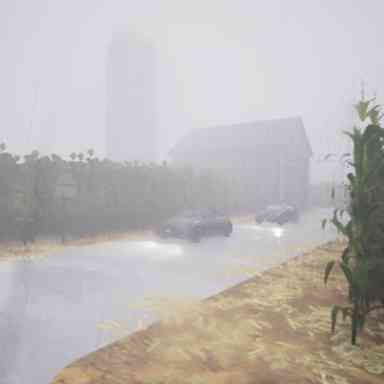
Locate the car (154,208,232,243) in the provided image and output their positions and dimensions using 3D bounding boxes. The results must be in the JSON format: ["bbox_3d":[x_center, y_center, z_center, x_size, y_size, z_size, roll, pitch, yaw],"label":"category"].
[{"bbox_3d":[0.180,1.469,15.617,1.994,1.385,4.181,1,0,37],"label":"car"}]

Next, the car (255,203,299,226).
[{"bbox_3d":[6.237,1.536,23.946,1.812,1.442,4.674,1,0,36],"label":"car"}]
